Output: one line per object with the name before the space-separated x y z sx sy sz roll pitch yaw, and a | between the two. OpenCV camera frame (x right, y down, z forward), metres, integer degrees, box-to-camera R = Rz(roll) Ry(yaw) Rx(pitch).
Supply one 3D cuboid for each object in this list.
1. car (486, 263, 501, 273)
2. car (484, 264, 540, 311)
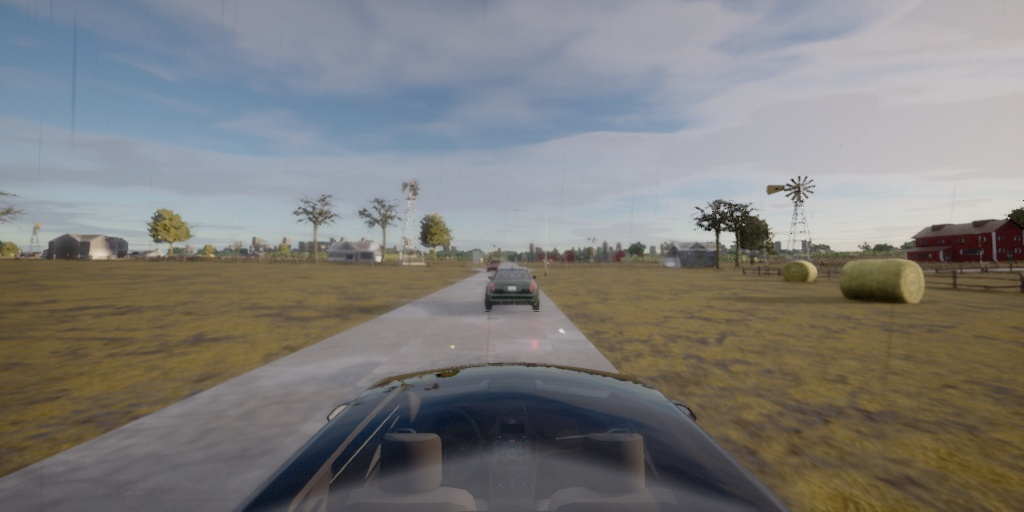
car | -2.747 1.790 53.672 1.895 1.301 4.718 0 0 0
car | 0.024 1.234 15.300 2.097 1.767 4.553 0 -1 0
